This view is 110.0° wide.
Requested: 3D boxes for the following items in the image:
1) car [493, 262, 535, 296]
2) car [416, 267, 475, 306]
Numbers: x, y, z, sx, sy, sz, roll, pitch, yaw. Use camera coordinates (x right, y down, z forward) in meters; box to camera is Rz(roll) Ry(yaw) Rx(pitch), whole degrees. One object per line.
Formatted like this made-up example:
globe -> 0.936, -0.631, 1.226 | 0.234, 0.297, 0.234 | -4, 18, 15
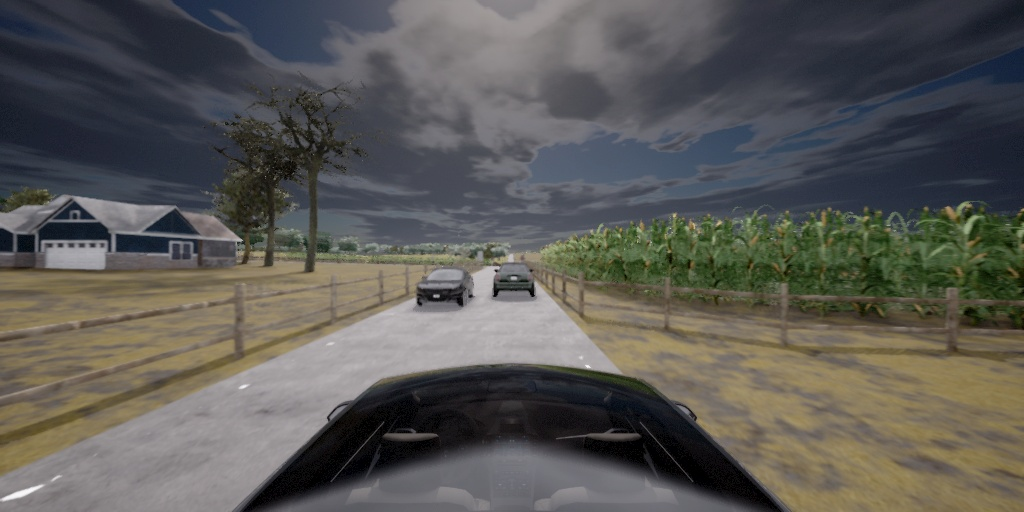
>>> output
car -> 0.090, 1.111, 19.530 | 2.097, 1.767, 4.553 | 0, 0, 0
car -> -2.793, 1.232, 15.858 | 1.882, 1.535, 5.008 | 0, 0, 0
